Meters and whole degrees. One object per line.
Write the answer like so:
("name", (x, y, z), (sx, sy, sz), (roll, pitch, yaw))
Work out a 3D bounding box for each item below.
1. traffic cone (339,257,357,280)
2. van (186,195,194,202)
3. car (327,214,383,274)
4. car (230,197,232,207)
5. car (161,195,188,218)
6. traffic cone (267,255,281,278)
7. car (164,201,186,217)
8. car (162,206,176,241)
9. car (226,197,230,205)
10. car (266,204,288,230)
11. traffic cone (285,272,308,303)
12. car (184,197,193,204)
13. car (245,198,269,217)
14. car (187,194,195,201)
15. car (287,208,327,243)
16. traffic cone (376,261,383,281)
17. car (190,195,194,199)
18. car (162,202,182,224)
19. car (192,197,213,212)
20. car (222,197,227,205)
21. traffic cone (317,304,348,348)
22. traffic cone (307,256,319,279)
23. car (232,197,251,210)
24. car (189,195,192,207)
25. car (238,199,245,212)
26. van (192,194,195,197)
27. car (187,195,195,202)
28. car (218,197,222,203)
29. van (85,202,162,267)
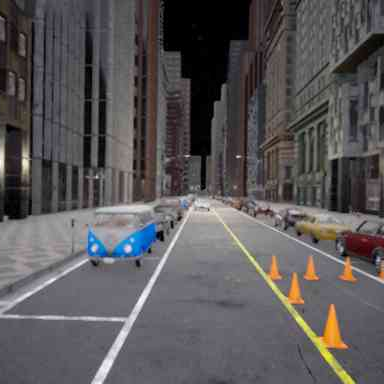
("traffic cone", (4.236, 2.056, 9.036), (0.340, 0.580, 0.340), (1, 0, 1))
("van", (-0.466, 1.628, 84.392), (1.690, 1.788, 3.998), (1, 0, 1))
("car", (6.324, 1.582, 10.945), (1.967, 1.590, 4.097), (1, 0, 1))
("car", (7.255, 1.837, 50.388), (1.887, 1.381, 4.507), (1, 0, 1))
("car", (-1.797, 1.381, 28.041), (2.192, 1.841, 5.009), (1, 0, 1))
("traffic cone", (2.236, 2.024, 9.083), (0.340, 0.580, 0.340), (1, 0, 1))
("car", (-1.666, 1.632, 33.676), (1.887, 1.381, 4.507), (1, 0, 1))
("car", (-2.066, 1.589, 16.770), (1.947, 1.339, 4.313), (1, 0, 1))
("car", (7.387, 1.880, 56.023), (1.947, 1.339, 4.313), (1, 0, 1))
("car", (6.589, 1.735, 22.214), (2.008, 1.369, 4.403), (1, 0, 1))
("traffic cone", (2.189, 2.016, 7.084), (0.340, 0.580, 0.340), (1, 0, 1))
("car", (-0.739, 1.765, 72.952), (1.752, 1.417, 4.829), (1, 0, 1))
("car", (6.857, 1.668, 33.484), (1.967, 1.590, 4.097), (1, 0, 1))
("car", (-0.200, 1.655, 95.637), (2.192, 1.841, 5.009), (1, 0, 1))
("car", (6.460, 1.689, 16.750), (1.752, 1.417, 4.829), (1, 0, 1))
("traffic cone", (5.235, 2.073, 9.011), (0.340, 0.580, 0.340), (1, 0, 1))
("car", (-1.133, 1.614, 56.217), (1.967, 1.590, 4.097), (1, 0, 1))
("car", (-1.933, 1.611, 22.405), (1.947, 1.339, 4.313), (1, 0, 1))
("car", (1.300, 1.691, 42.165), (1.812, 1.442, 4.674), (1, 0, 1))
("car", (7.655, 1.797, 67.292), (1.967, 1.590, 4.097), (1, 0, 1))
("traffic cone", (2.142, 2.008, 5.084), (0.340, 0.580, 0.340), (1, 0, 1))
("traffic cone", (3.236, 2.040, 9.059), (0.340, 0.580, 0.340), (1, 0, 1))
("car", (7.124, 1.586, 44.754), (2.192, 1.841, 5.009), (1, 0, 1))
("car", (-1.399, 1.571, 44.946), (1.967, 1.590, 4.097), (1, 0, 1))
("car", (6.988, 1.815, 39.118), (1.947, 1.339, 4.313), (1, 0, 1))
("van", (-0.865, 1.558, 67.487), (1.690, 1.788, 3.998), (1, 0, 1))
("car", (-0.334, 1.751, 90.026), (1.967, 1.590, 4.097), (1, 0, 1))
("car", (7.919, 1.969, 78.561), (1.947, 1.339, 4.313), (1, 0, 1))
("van", (-2.196, 1.343, 11.136), (1.690, 1.788, 3.998), (1, 0, 1))
